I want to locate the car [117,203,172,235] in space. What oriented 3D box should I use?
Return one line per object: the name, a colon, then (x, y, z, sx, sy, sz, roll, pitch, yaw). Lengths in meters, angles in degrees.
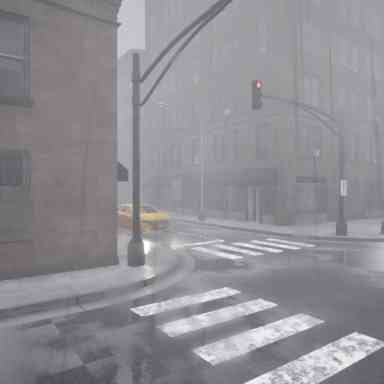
car: (-2.931, 1.383, 18.392, 1.882, 1.535, 5.008, 0, 0, -34)
